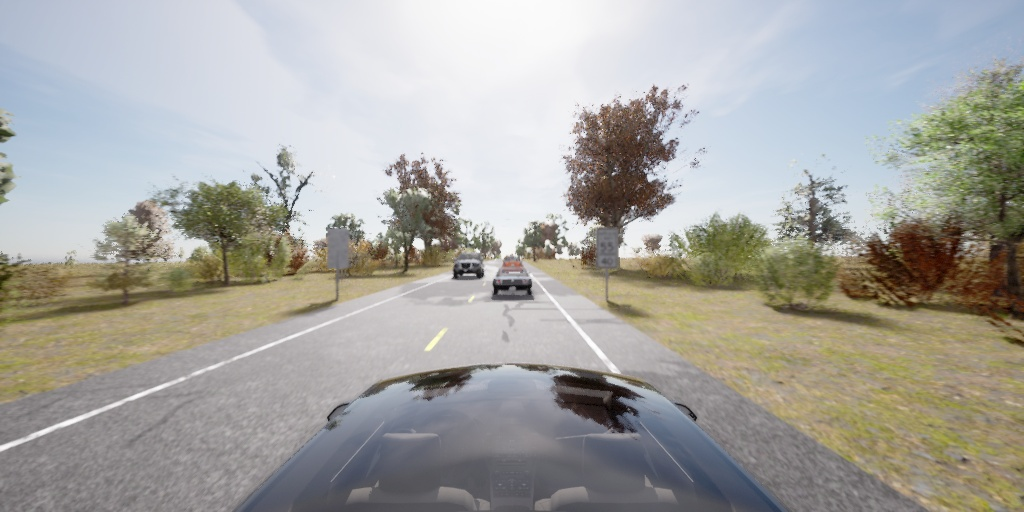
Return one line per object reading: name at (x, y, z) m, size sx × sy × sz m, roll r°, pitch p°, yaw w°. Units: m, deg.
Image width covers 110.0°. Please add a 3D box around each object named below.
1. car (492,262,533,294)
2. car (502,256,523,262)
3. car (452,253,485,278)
car at (0.035, 1.190, 18.558) m, size 1.895 × 1.301 × 4.718 m, roll 0°, pitch 1°, yaw 0°
car at (0.076, 0.797, 36.591) m, size 2.097 × 1.767 × 4.553 m, roll 0°, pitch 0°, yaw 0°
car at (-3.512, 0.722, 29.873) m, size 2.150 × 2.045 × 5.566 m, roll 0°, pitch 0°, yaw 0°
